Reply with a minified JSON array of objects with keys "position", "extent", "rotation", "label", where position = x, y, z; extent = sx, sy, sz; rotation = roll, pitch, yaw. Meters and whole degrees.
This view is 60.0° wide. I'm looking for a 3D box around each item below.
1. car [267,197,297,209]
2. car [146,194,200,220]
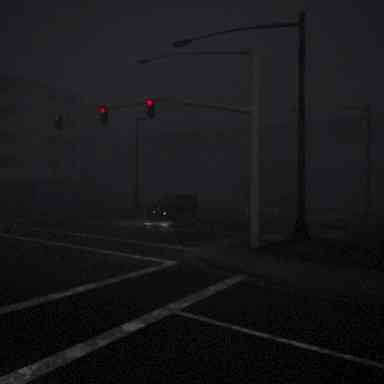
[{"position":[12.597,1.461,46.390],"extent":[5.008,1.535,1.882],"rotation":[0,0,-34],"label":"car"},{"position":[-1.448,1.209,28.402],"extent":[2.150,2.045,5.566],"rotation":[0,0,34],"label":"car"}]
